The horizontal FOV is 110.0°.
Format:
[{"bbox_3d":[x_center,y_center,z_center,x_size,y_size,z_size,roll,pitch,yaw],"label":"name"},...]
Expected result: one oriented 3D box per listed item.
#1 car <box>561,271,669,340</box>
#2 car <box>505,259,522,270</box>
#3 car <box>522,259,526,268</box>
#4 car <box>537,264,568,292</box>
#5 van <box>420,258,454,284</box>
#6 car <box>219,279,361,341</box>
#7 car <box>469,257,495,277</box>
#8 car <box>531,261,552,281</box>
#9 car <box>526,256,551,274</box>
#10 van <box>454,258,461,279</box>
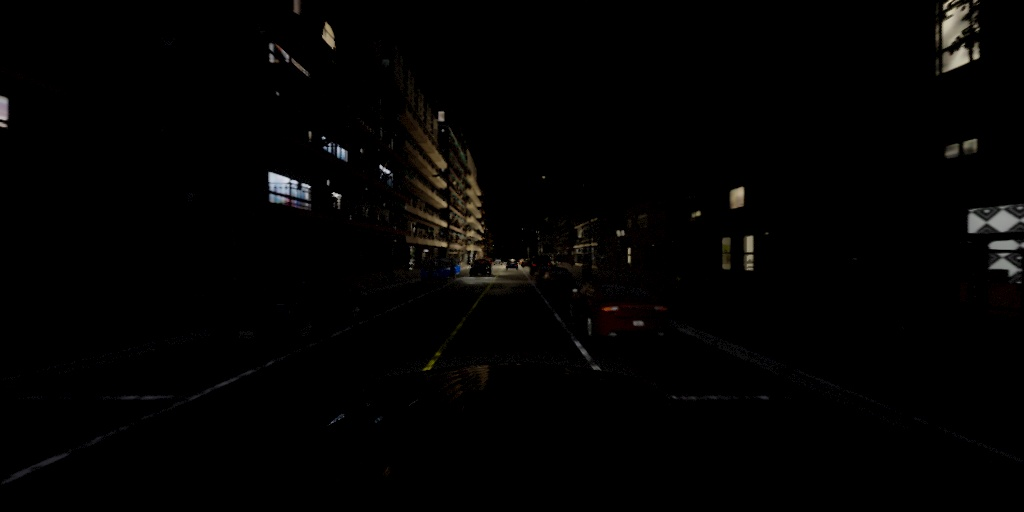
[{"bbox_3d":[2.688,1.295,9.848,1.888,1.381,4.507,0,0,0],"label":"car"},{"bbox_3d":[-0.012,1.331,52.099,2.033,1.411,5.357,0,0,0],"label":"car"},{"bbox_3d":[2.672,1.378,61.119,1.802,1.307,4.207,0,0,0],"label":"car"},{"bbox_3d":[2.684,1.336,21.242,1.802,1.307,4.207,0,0,0],"label":"car"},{"bbox_3d":[-5.699,1.099,26.940,1.690,1.789,3.998,0,0,0],"label":"van"},{"bbox_3d":[-5.693,1.316,9.849,1.948,1.339,4.313,0,0,0],"label":"car"},{"bbox_3d":[-3.099,1.118,36.152,2.097,1.767,4.553,0,0,0],"label":"car"},{"bbox_3d":[2.682,1.304,26.939,1.888,1.381,4.507,0,0,0],"label":"car"},{"bbox_3d":[2.989,0.993,37.978,2.150,2.045,5.566,0,0,0],"label":"car"},{"bbox_3d":[-5.700,1.104,32.636,1.690,1.789,3.998,0,0,0],"label":"van"}]
